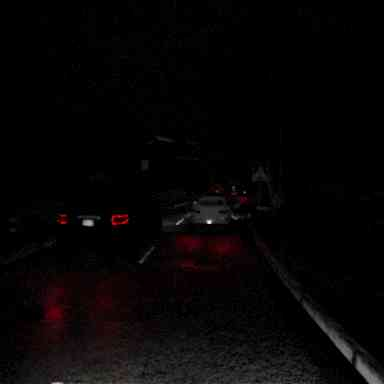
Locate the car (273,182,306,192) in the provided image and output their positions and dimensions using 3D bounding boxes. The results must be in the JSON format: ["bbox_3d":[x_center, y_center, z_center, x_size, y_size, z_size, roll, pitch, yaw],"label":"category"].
[{"bbox_3d":[14.621,-0.779,49.934,4.674,1.452,2.002,1,3,19],"label":"car"}]

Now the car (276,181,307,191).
[{"bbox_3d":[16.442,-1.068,55.073,4.792,1.488,2.163,1,3,20],"label":"car"}]

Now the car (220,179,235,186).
[{"bbox_3d":[8.560,-2.288,79.627,2.002,1.452,4.674,1,3,25],"label":"car"}]

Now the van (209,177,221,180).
[{"bbox_3d":[4.131,-2.046,69.330,1.878,1.987,4.442,1,3,23],"label":"van"}]

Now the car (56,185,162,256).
[{"bbox_3d":[-2.488,0.768,11.321,2.150,2.045,5.566,0,3,5],"label":"car"}]

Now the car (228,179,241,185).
[{"bbox_3d":[10.889,-2.504,84.653,2.002,1.452,4.674,1,2,26],"label":"car"}]

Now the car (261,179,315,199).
[{"bbox_3d":[10.657,-0.406,37.015,5.566,2.045,2.435,1,3,16],"label":"car"}]

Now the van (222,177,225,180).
[{"bbox_3d":[6.254,-2.309,74.439,1.878,1.987,4.442,1,3,24],"label":"van"}]

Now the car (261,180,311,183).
[{"bbox_3d":[9.175,-0.026,31.729,4.553,1.767,2.185,1,3,16],"label":"car"}]

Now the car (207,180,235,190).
[{"bbox_3d":[3.612,-0.344,40.798,1.882,1.535,5.008,1,3,17],"label":"car"}]

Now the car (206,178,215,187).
[{"bbox_3d":[2.130,-1.514,64.271,2.163,1.488,4.792,1,3,22],"label":"car"}]

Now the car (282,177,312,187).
[{"bbox_3d":[21.399,-2.055,67.901,5.566,2.045,2.435,1,3,23],"label":"car"}]

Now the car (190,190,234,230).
[{"bbox_3d":[0.991,0.878,15.865,1.812,1.442,4.674,0,3,7],"label":"car"}]

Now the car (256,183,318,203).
[{"bbox_3d":[8.393,0.226,29.096,4.892,1.521,2.231,1,3,16],"label":"car"}]

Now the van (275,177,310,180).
[{"bbox_3d":[9.779,-0.255,34.415,4.442,1.987,1.878,1,3,16],"label":"van"}]

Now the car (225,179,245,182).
[{"bbox_3d":[6.417,-0.781,49.966,1.837,1.490,4.892,1,3,19],"label":"car"}]

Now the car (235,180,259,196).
[{"bbox_3d":[6.902,-0.340,41.280,1.837,1.490,4.892,1,4,17],"label":"car"}]

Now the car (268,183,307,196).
[{"bbox_3d":[12.124,-0.373,42.160,4.674,1.452,2.002,1,3,17],"label":"car"}]

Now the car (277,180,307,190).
[{"bbox_3d":[17.347,-1.240,57.646,4.892,1.521,2.231,1,3,21],"label":"car"}]

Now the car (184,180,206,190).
[{"bbox_3d":[0.231,-1.267,59.122,2.097,1.535,5.008,1,3,20],"label":"car"}]

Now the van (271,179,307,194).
[{"bbox_3d":[13.039,-0.770,44.700,4.442,1.987,1.878,1,3,18],"label":"van"}]
